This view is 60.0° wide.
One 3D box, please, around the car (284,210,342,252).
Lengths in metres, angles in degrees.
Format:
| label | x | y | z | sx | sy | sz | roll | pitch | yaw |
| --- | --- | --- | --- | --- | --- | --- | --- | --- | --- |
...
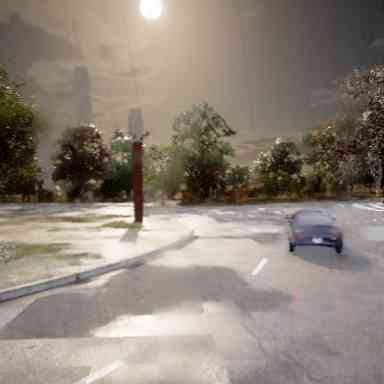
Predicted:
| label | x | y | z | sx | sy | sz | roll | pitch | yaw |
| --- | --- | --- | --- | --- | --- | --- | --- | --- | --- |
| car | 4.781 | 1.446 | 13.434 | 1.812 | 1.442 | 4.674 | 0 | 0 | 14 |
